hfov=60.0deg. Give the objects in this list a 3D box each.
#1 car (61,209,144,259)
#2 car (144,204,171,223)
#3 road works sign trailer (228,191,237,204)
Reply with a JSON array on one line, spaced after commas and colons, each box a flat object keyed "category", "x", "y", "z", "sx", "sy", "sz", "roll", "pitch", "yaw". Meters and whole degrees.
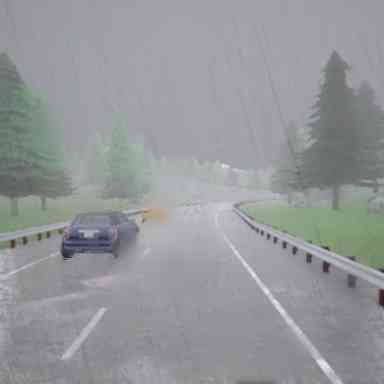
[{"category": "car", "x": -3.466, "y": 1.502, "z": 13.398, "sx": 2.097, "sy": 1.767, "sz": 4.553, "roll": 0, "pitch": -1, "yaw": 1}, {"category": "car", "x": -3.047, "y": 1.804, "z": 29.128, "sx": 1.882, "sy": 1.535, "sz": 5.008, "roll": 0, "pitch": 0, "yaw": 4}, {"category": "road works sign trailer", "x": 11.493, "y": 1.514, "z": 93.813, "sx": 2.380, "sy": 3.560, "sz": 2.880, "roll": 0, "pitch": -1, "yaw": 17}]
